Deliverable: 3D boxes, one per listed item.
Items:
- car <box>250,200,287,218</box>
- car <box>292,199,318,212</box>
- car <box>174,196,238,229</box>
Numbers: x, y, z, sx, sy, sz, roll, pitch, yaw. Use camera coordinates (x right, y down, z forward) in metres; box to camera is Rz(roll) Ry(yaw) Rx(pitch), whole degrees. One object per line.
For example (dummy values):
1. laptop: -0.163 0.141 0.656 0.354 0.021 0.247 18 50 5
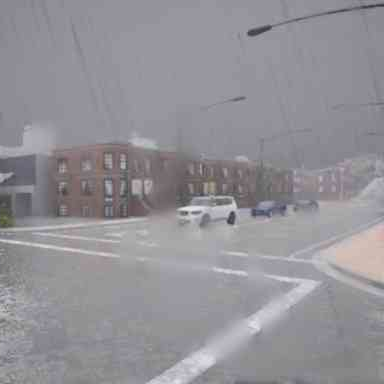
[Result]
1. car: 7.215 1.561 31.066 1.882 1.535 5.008 -1 -1 37
2. car: 13.476 1.593 39.230 1.812 1.442 4.674 -1 -1 37
3. car: 1.106 1.320 23.089 2.150 2.045 5.566 -1 -1 37
